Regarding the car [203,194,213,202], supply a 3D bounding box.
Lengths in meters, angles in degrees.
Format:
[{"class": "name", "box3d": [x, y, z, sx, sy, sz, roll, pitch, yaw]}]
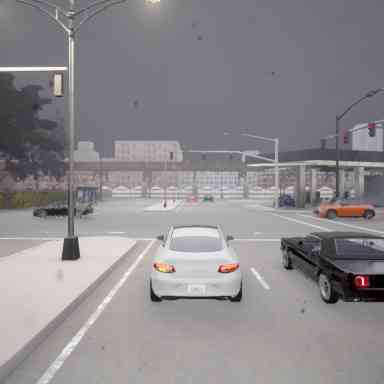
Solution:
[{"class": "car", "box3d": [3.516, 1.257, 72.298, 2.097, 1.767, 4.553, 0, 0, 0]}]

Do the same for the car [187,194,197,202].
[{"class": "car", "box3d": [0.016, 1.250, 72.299, 2.097, 1.767, 4.553, 0, 0, 0]}]

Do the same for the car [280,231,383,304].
[{"class": "car", "box3d": [3.589, 1.599, 8.095, 1.895, 1.301, 4.718, 0, 0, 0]}]

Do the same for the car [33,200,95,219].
[{"class": "car", "box3d": [-10.614, 1.433, 27.643, 4.902, 1.511, 2.128, 0, 0, 1]}]

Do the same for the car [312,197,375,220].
[{"class": "car", "box3d": [12.477, 1.344, 27.467, 4.553, 1.767, 2.097, 0, 0, -1]}]

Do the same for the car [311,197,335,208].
[{"class": "car", "box3d": [18.967, 1.435, 48.413, 1.970, 1.475, 3.806, 0, 0, 0]}]

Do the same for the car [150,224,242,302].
[{"class": "car", "box3d": [0.084, 1.517, 8.112, 1.812, 1.442, 4.674, 0, 0, 0]}]

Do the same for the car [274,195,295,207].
[{"class": "car", "box3d": [13.222, 1.262, 47.651, 2.242, 1.667, 4.611, 0, 0, 0]}]
